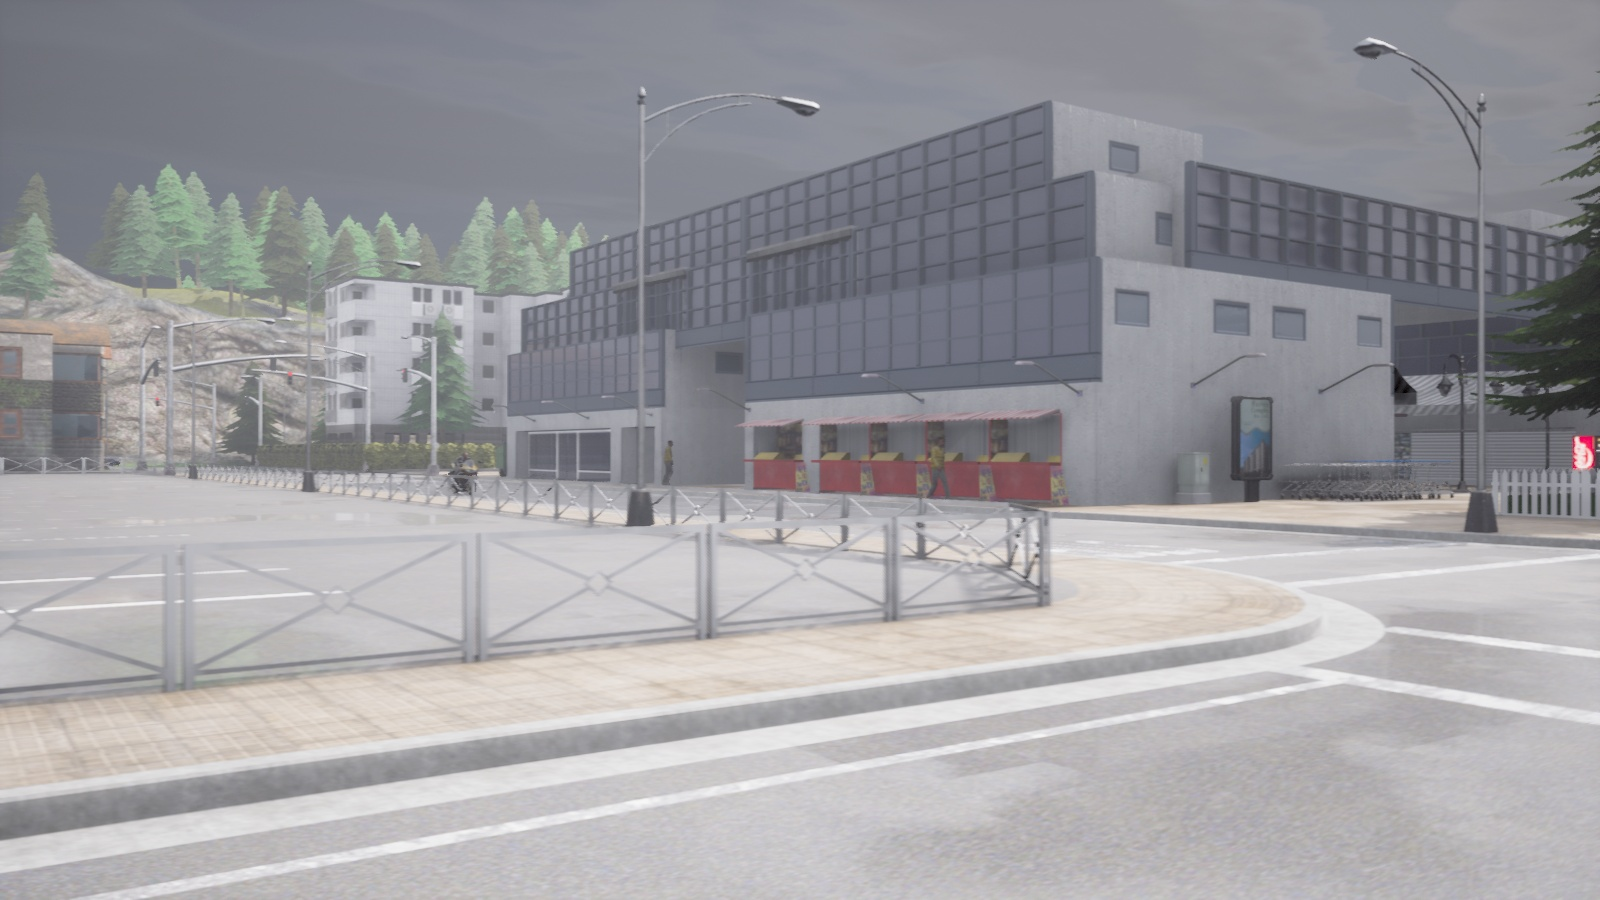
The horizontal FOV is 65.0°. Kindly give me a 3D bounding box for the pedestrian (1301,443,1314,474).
[{"bbox_3d":[30.114,0.509,74.508,0.345,1.836,0.594,0,0,-36],"label":"pedestrian"}]

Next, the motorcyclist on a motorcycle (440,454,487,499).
[{"bbox_3d":[-11.647,0.896,43.418,0.866,1.530,2.191,0,0,-34],"label":"motorcyclist on a motorcycle"}]

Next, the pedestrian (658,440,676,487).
[{"bbox_3d":[-5.269,0.520,49.781,0.709,1.840,0.431,0,0,-6],"label":"pedestrian"}]

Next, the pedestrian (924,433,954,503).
[{"bbox_3d":[3.692,0.464,33.380,0.431,1.840,0.709,0,0,-37],"label":"pedestrian"}]
